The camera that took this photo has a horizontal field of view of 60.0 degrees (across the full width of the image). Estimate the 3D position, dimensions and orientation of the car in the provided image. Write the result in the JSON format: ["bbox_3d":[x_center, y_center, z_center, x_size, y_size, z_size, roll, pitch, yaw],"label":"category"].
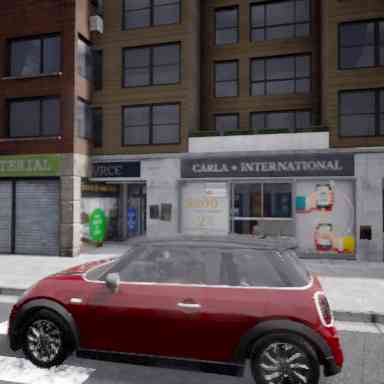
[{"bbox_3d":[-0.319,1.420,4.980,4.553,1.767,2.097,-1,-1,14],"label":"car"}]
